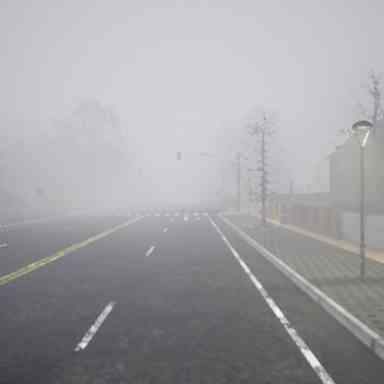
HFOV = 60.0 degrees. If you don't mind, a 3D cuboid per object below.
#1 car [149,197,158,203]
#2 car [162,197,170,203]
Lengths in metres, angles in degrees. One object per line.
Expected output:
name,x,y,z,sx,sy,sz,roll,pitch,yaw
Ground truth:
car,-9.775,1.984,85.150,1.994,1.385,4.181,0,0,0
car,-6.525,1.972,85.150,2.033,1.411,5.357,0,0,0
